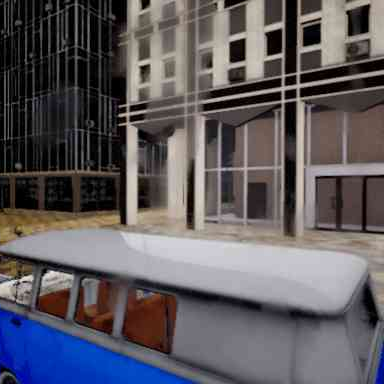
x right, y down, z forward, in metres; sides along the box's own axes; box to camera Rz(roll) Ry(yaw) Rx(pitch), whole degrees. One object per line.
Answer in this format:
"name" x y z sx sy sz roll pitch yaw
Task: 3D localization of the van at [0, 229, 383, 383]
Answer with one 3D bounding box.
"van" -0.383 1.326 3.103 3.998 1.788 1.690 0 1 34
